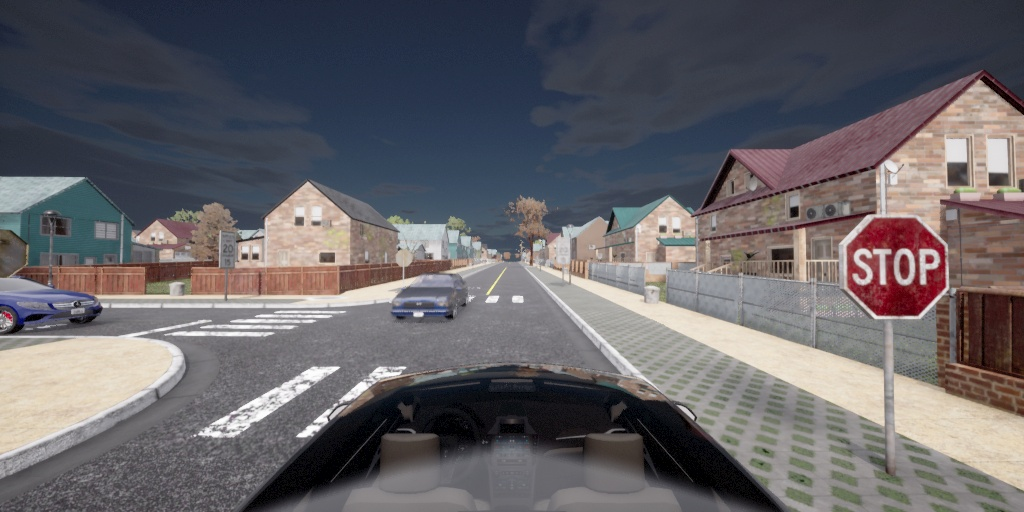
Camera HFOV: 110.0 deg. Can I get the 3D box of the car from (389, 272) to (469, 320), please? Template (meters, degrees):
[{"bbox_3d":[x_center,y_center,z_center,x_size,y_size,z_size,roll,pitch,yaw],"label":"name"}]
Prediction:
[{"bbox_3d":[-2.691,1.309,13.009,2.033,1.411,5.357,0,0,0],"label":"car"}]

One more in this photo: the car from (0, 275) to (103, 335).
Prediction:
[{"bbox_3d":[-13.925,1.204,9.506,4.674,1.442,1.812,0,-1,-2],"label":"car"}]
